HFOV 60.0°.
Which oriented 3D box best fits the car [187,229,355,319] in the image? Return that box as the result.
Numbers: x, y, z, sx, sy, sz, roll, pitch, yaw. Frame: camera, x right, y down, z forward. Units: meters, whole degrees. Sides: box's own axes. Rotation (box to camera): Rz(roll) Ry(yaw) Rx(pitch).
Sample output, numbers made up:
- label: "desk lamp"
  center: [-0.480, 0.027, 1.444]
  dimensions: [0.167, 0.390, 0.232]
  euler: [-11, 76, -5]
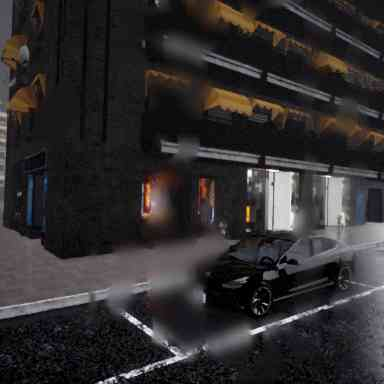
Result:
- label: "car"
  center: [1.934, 1.570, 7.448]
  dimensions: [4.313, 1.339, 1.947]
  euler: [0, 2, -35]
